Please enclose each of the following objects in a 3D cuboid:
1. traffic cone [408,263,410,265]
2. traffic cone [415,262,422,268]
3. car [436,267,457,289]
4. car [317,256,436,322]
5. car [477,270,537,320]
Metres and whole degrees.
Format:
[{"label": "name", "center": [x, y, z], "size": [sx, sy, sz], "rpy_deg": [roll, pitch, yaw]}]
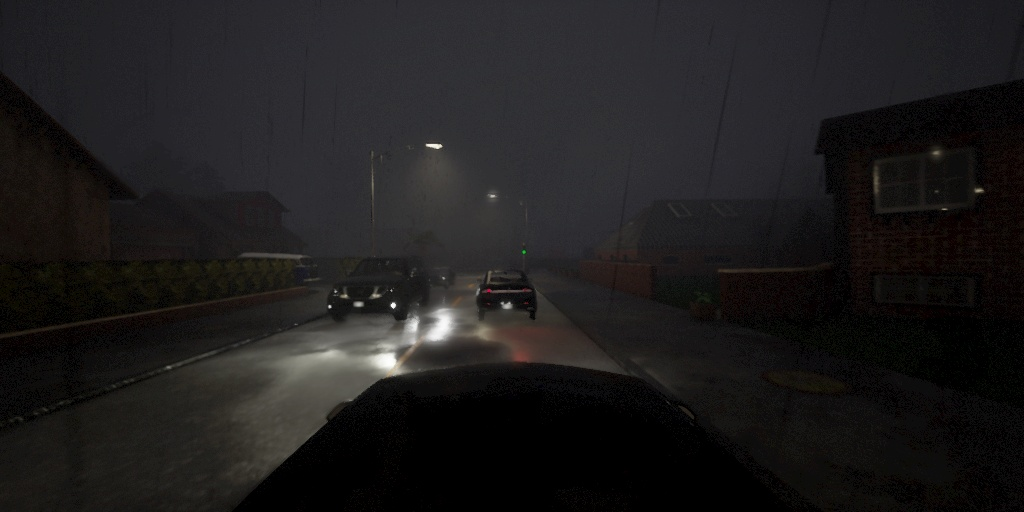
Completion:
[{"label": "traffic cone", "center": [-17.798, 1.693, 61.444], "size": [0.344, 0.586, 0.344], "rpy_deg": [0, 0, -2]}, {"label": "traffic cone", "center": [-16.495, 1.692, 63.101], "size": [0.344, 0.586, 0.344], "rpy_deg": [0, 0, -2]}, {"label": "car", "center": [-4.768, 1.376, 23.037], "size": [1.895, 1.301, 4.718], "rpy_deg": [-1, 0, -2]}, {"label": "car", "center": [-4.434, 1.011, 12.933], "size": [2.150, 2.045, 5.566], "rpy_deg": [-1, 0, -2]}, {"label": "car", "center": [-0.219, 1.224, 12.649], "size": [2.128, 1.511, 4.902], "rpy_deg": [-1, 0, -2]}]
